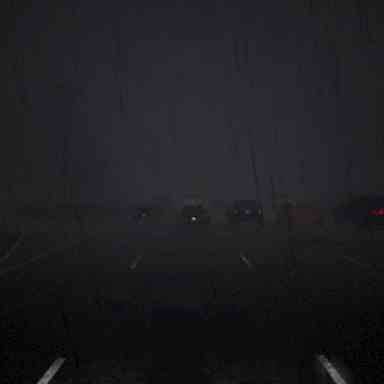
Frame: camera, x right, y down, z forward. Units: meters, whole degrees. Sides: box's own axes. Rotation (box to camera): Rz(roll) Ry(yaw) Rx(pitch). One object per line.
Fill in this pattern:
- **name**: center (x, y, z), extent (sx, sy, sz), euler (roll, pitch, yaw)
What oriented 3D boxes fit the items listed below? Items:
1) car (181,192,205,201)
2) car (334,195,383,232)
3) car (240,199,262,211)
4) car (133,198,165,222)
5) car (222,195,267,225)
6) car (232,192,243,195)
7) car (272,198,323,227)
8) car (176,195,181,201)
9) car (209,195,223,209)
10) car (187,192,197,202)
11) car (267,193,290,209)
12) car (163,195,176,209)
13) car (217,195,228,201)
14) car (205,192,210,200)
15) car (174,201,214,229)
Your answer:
- **car**: center (0.095, 1.148, 41.123), extent (2.150, 2.045, 5.566), euler (0, 0, 0)
- **car**: center (10.596, 1.186, 20.009), extent (2.150, 2.045, 5.566), euler (0, 0, 0)
- **car**: center (7.093, 1.528, 40.366), extent (1.895, 1.301, 4.718), euler (0, 0, 0)
- **car**: center (-3.419, 1.479, 25.925), extent (1.812, 1.442, 4.674), euler (0, 0, 0)
- **car**: center (3.595, 1.310, 23.624), extent (2.097, 1.767, 4.553), euler (0, 0, 0)
- **car**: center (10.486, 1.088, 76.568), extent (2.150, 2.045, 5.566), euler (0, 0, 0)
- **car**: center (7.096, 1.438, 22.319), extent (1.882, 1.535, 5.008), euler (0, 0, 0)
- **car**: center (-3.514, 1.385, 78.203), extent (2.128, 1.511, 4.902), euler (0, 0, 0)
- **car**: center (3.579, 1.449, 42.941), extent (1.812, 1.442, 4.674), euler (0, 0, 0)
- **car**: center (-0.013, 1.089, 76.150), extent (2.150, 2.045, 5.566), euler (0, 0, 0)
- **car**: center (10.593, 1.148, 41.142), extent (2.150, 2.045, 5.566), euler (0, 0, 0)
- **car**: center (-3.421, 1.449, 42.913), extent (1.812, 1.442, 4.674), euler (0, 0, 0)
- **car**: center (6.987, 1.416, 76.121), extent (1.994, 1.385, 4.181), euler (0, 0, 0)
- **car**: center (3.486, 1.338, 78.204), extent (1.882, 1.535, 5.008), euler (0, 0, 0)
- **car**: center (0.097, 1.526, 21.178), extent (1.994, 1.385, 4.181), euler (0, 0, 0)
